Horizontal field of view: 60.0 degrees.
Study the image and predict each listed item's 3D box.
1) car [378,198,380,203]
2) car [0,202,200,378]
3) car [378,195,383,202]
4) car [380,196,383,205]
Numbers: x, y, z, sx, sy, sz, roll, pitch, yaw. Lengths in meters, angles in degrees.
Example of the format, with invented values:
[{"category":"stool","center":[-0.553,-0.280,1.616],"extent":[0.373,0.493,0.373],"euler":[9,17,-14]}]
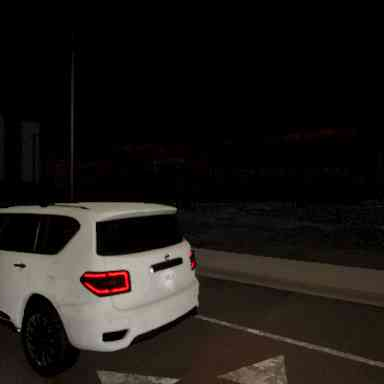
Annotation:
[{"category":"car","center":[39.921,1.527,67.903],"extent":[2.038,1.542,4.974],"euler":[1,1,6]},{"category":"car","center":[-2.505,1.212,5.775],"extent":[5.566,2.045,2.150],"euler":[-1,-1,35]},{"category":"car","center":[39.928,1.369,67.953],"extent":[1.853,1.218,4.536],"euler":[1,1,6]},{"category":"car","center":[34.183,1.671,54.505],"extent":[4.892,1.490,1.837],"euler":[1,1,36]}]
